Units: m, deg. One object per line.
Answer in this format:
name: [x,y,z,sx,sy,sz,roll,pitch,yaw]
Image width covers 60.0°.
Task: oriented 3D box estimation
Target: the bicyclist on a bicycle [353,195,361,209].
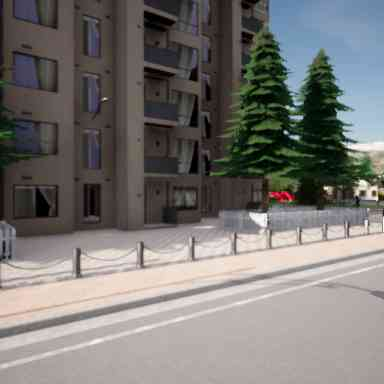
bicyclist on a bicycle: [20.232,1.227,40.766,1.656,1.620,0.582,0,0,-35]
